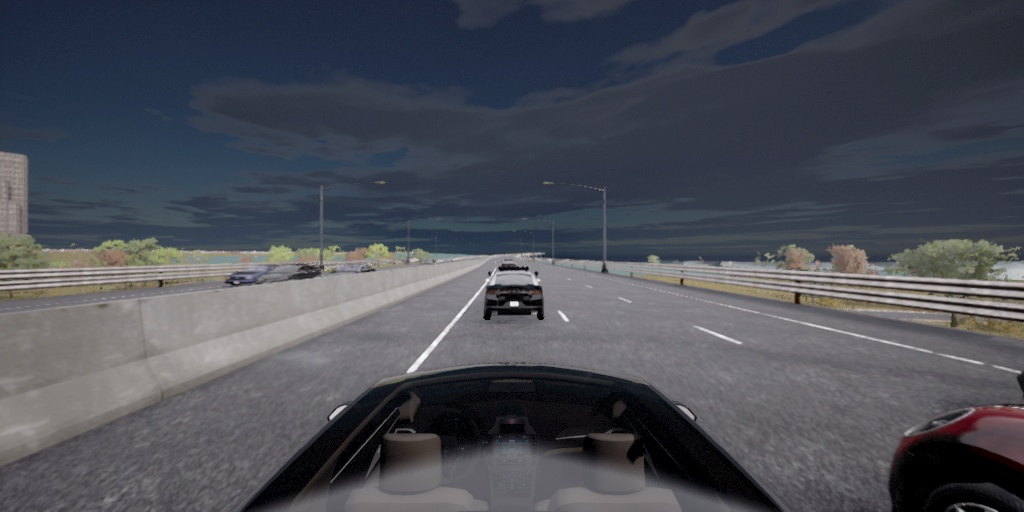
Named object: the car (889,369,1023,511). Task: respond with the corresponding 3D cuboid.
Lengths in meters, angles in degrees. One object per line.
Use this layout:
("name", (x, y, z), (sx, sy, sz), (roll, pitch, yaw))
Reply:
("car", (3.592, 1.100, 0.488), (2.097, 1.767, 4.553), (0, 0, 0))

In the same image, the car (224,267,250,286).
("car", (-17.775, 1.327, 25.742), (2.033, 1.411, 5.357), (0, 0, -1))

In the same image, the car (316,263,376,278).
("car", (-10.757, 1.269, 24.279), (2.128, 1.511, 4.902), (0, 0, -1))

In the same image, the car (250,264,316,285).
("car", (-14.246, 1.282, 23.334), (1.837, 1.490, 4.892), (0, 0, -1))

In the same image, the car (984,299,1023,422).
("car", (7.093, 1.277, 2.357), (1.812, 1.442, 4.674), (0, 0, 0))

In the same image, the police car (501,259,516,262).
("police car", (-0.422, 1.214, 43.946), (1.930, 1.638, 5.238), (0, 0, -1))

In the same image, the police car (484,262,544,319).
("police car", (0.053, 1.191, 13.011), (1.930, 1.638, 5.238), (0, 0, 0))
